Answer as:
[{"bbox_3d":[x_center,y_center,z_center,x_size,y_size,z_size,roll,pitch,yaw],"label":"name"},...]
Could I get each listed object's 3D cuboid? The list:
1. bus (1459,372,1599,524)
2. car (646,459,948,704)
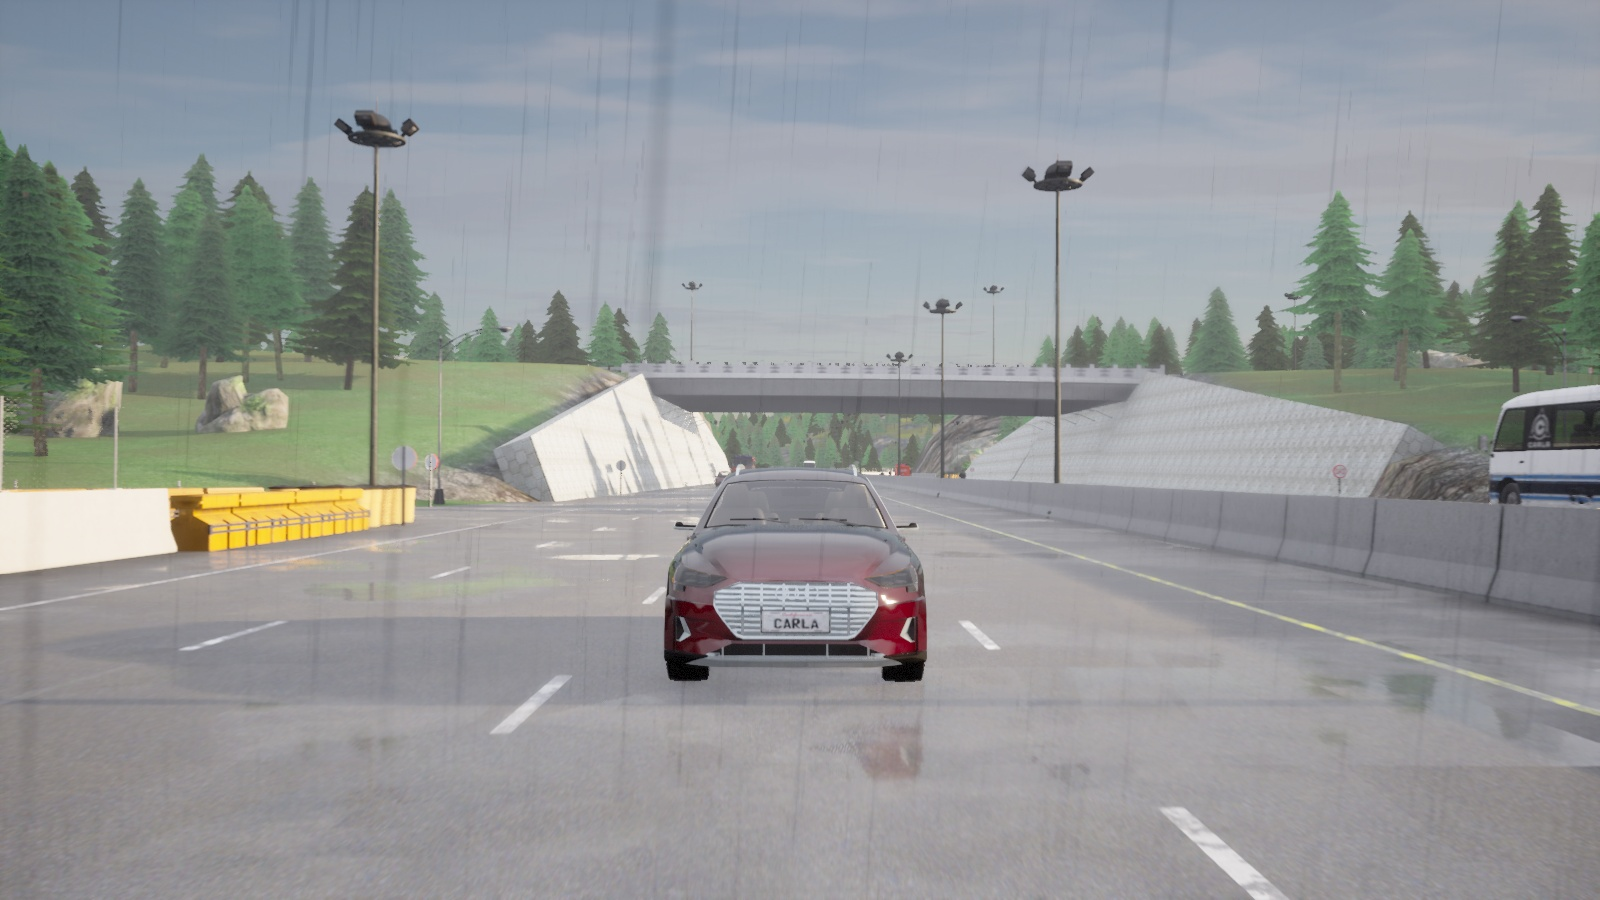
[{"bbox_3d":[24.403,-0.031,37.561,3.944,4.253,10.273,0,-1,0],"label":"bus"},{"bbox_3d":[-0.027,0.928,10.926,2.033,1.649,4.856,0,-1,0],"label":"car"}]
